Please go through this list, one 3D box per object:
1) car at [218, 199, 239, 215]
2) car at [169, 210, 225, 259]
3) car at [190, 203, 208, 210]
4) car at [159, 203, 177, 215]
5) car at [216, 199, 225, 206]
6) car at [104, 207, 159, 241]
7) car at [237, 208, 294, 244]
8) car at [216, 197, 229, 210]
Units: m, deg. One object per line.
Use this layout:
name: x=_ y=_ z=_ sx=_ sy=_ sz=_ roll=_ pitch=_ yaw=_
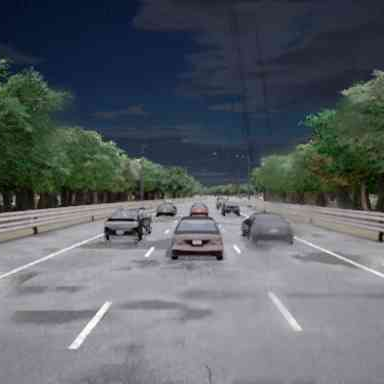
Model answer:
car: x=4.230 y=1.868 z=37.047 sx=1.837 sy=1.490 sz=4.892 roll=0 pitch=-1 yaw=2
car: x=0.198 y=1.652 z=12.951 sx=2.033 sy=1.411 sz=5.357 roll=0 pitch=0 yaw=1
car: x=0.802 y=1.914 z=36.276 sx=1.994 sy=1.385 sz=4.181 roll=0 pitch=-1 yaw=2
car: x=-2.700 y=1.910 z=36.237 sx=1.994 sy=1.385 sz=4.181 roll=0 pitch=-1 yaw=2
car: x=6.227 y=2.347 z=72.672 sx=1.812 sy=1.442 sz=4.674 roll=0 pitch=-1 yaw=4
car: x=-3.220 y=1.636 z=17.525 sx=2.128 sy=1.511 sz=4.902 roll=0 pitch=0 yaw=1
car: x=3.665 y=1.708 z=16.701 sx=1.994 sy=1.385 sz=4.181 roll=0 pitch=-1 yaw=1
car: x=5.072 y=1.948 z=54.866 sx=2.097 sy=1.767 sz=4.553 roll=0 pitch=-1 yaw=3
